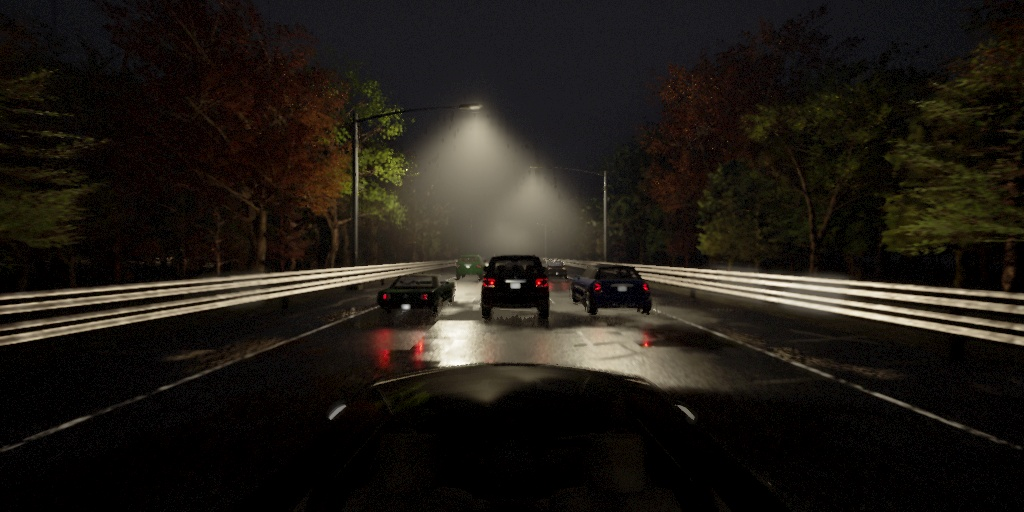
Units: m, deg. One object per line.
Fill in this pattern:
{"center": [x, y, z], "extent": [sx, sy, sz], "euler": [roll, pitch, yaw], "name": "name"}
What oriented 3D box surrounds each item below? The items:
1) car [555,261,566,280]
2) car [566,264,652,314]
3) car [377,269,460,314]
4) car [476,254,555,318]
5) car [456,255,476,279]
{"center": [3.603, 1.197, 31.091], "extent": [2.128, 1.511, 4.902], "euler": [0, 0, 0], "name": "car"}
{"center": [3.602, 1.088, 13.827], "extent": [2.097, 1.767, 4.553], "euler": [0, 0, 0], "name": "car"}
{"center": [-3.398, 1.338, 13.729], "extent": [1.895, 1.301, 4.718], "euler": [0, 0, 0], "name": "car"}
{"center": [0.103, 0.959, 13.144], "extent": [2.150, 2.045, 5.566], "euler": [0, 0, 0], "name": "car"}
{"center": [-3.399, 0.929, 30.376], "extent": [2.150, 2.045, 5.566], "euler": [0, 0, 0], "name": "car"}
